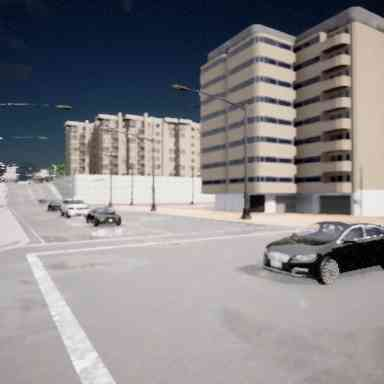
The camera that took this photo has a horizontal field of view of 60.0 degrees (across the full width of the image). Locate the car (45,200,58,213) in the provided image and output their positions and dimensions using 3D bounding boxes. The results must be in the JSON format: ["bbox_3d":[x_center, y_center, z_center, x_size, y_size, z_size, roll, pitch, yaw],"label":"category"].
[{"bbox_3d":[-20.184,2.192,49.364,1.882,1.535,5.008,0,-1,-29],"label":"car"}]

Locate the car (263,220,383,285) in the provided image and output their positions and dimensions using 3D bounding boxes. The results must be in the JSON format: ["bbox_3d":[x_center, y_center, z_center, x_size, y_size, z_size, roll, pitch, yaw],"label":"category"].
[{"bbox_3d":[4.307,1.626,9.928,4.902,1.511,2.128,0,-1,-30],"label":"car"}]

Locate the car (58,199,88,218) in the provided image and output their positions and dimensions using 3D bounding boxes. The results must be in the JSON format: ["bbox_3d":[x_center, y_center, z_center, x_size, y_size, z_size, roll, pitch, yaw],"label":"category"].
[{"bbox_3d":[-12.870,1.742,36.500,2.150,2.045,5.566,0,-1,-30],"label":"car"}]

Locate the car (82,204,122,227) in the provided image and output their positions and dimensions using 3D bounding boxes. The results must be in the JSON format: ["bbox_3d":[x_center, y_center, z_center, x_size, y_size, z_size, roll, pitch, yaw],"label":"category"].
[{"bbox_3d":[-6.958,1.926,26.155,1.994,1.385,4.181,0,-1,-30],"label":"car"}]
